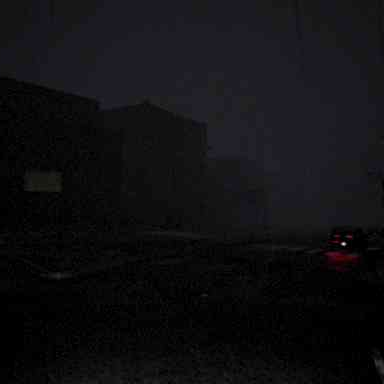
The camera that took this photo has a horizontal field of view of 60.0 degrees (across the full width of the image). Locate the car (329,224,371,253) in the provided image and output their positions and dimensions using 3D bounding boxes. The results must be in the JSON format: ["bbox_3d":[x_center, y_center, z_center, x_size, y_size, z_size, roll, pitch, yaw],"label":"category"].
[{"bbox_3d":[9.902,2.905,20.939,1.837,1.490,4.892,1,-5,32],"label":"car"}]

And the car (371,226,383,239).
[{"bbox_3d":[23.620,5.098,42.480,1.882,1.535,5.008,1,-4,33],"label":"car"}]

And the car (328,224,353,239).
[{"bbox_3d":[17.498,4.565,39.075,1.837,1.490,4.892,1,-4,33],"label":"car"}]

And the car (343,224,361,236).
[{"bbox_3d":[22.911,5.411,47.492,1.812,1.442,4.674,1,-4,33],"label":"car"}]
